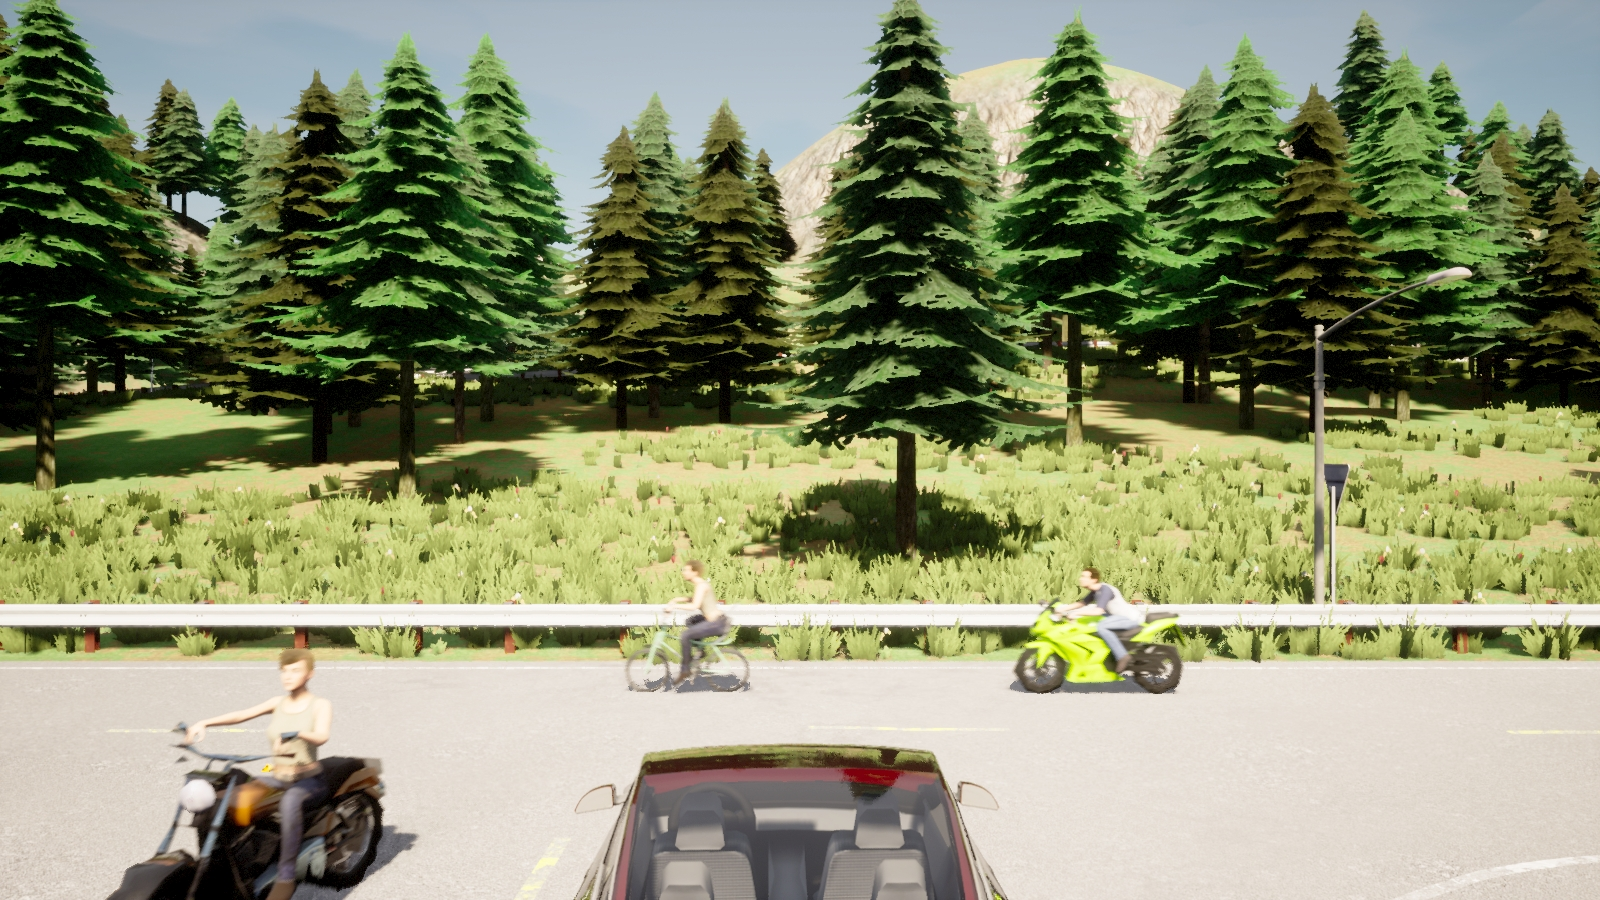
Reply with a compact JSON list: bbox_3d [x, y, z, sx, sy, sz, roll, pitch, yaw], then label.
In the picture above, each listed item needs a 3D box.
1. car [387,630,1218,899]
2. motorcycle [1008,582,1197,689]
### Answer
[{"bbox_3d":[-0.048,1.936,5.266,2.163,1.488,4.792,0,-1,-1],"label":"car"},{"bbox_3d":[3.578,2.196,13.642,2.033,1.145,0.803,0,0,0],"label":"motorcycle"}]
